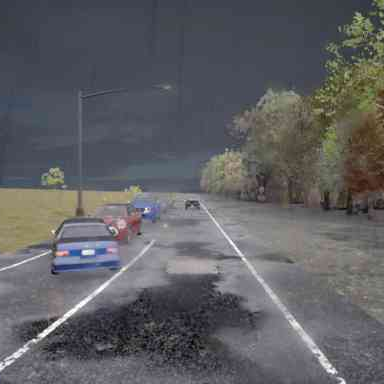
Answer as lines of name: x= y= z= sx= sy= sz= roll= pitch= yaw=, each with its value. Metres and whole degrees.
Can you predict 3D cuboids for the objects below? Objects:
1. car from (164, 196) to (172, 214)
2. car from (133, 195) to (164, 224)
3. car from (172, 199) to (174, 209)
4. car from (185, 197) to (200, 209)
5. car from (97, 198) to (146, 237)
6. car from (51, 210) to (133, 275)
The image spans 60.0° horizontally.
car: x=-3.598 y=1.351 z=35.285 sx=2.097 sy=1.767 sz=4.553 roll=0 pitch=0 yaw=0
car: x=-3.607 y=1.222 z=25.281 sx=2.150 sy=2.045 sz=5.566 roll=0 pitch=0 yaw=-1
car: x=-3.599 y=1.347 z=45.292 sx=2.097 sy=1.767 sz=4.553 roll=0 pitch=0 yaw=0
car: x=0.053 y=1.500 z=44.274 sx=1.837 sy=1.490 sz=4.892 roll=0 pitch=0 yaw=0
car: x=-3.673 y=1.353 z=15.618 sx=2.097 sy=1.767 sz=4.553 roll=0 pitch=0 yaw=1
car: x=-3.464 y=1.549 z=10.647 sx=2.033 sy=1.411 sz=5.357 roll=0 pitch=0 yaw=-20
